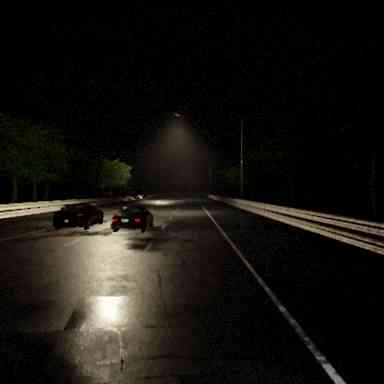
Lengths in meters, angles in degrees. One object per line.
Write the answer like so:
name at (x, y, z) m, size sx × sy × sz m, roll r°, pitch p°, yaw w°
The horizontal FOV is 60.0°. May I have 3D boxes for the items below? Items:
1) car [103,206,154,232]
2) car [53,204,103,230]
car at (-3.448, 1.533, 19.875) m, size 2.033 × 1.411 × 5.357 m, roll 0°, pitch 0°, yaw 0°
car at (-6.951, 1.462, 20.875) m, size 1.882 × 1.535 × 5.008 m, roll 0°, pitch 0°, yaw 0°
